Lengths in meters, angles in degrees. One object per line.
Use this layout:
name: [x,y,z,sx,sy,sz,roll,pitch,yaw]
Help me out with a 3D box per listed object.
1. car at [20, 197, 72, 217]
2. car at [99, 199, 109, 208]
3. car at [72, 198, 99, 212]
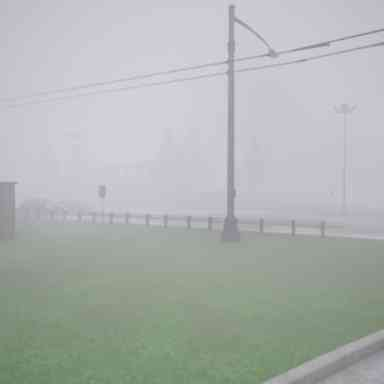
car: [-13.972,1.388,31.219,4.553,1.767,2.097,0,0,29]
car: [-14.030,1.579,47.403,4.902,1.511,2.128,0,0,27]
car: [-12.309,1.558,34.298,4.892,1.490,1.837,0,0,29]
